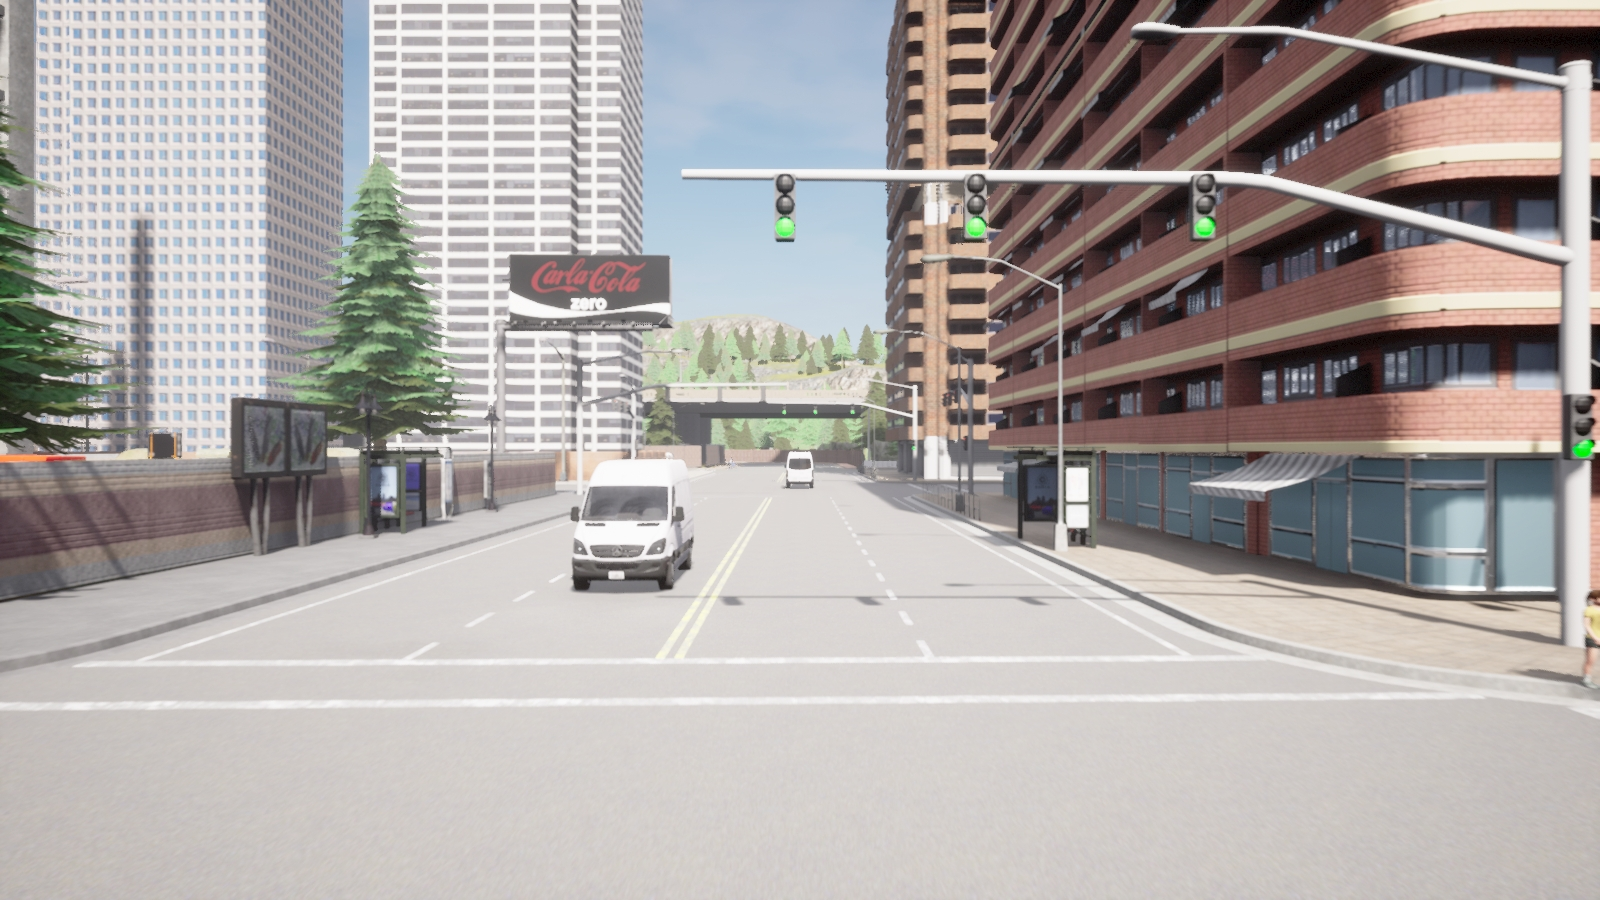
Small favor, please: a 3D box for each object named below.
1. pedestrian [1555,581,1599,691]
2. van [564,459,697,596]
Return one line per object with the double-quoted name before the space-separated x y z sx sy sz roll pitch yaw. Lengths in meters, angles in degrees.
"pedestrian" 8.617 2.001 12.394 0.500 1.100 0.500 0 0 -13
"van" -3.507 1.494 24.745 1.988 2.561 5.915 0 0 0
